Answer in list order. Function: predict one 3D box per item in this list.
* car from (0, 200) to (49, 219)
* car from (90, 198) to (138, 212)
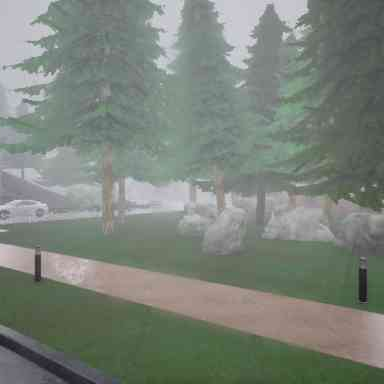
[{"bbox_3d":[-14.182,1.363,27.315,1.812,1.442,4.674,0,0,35],"label":"car"},{"bbox_3d":[-8.211,1.385,35.652,2.033,1.411,5.357,0,0,36],"label":"car"}]
